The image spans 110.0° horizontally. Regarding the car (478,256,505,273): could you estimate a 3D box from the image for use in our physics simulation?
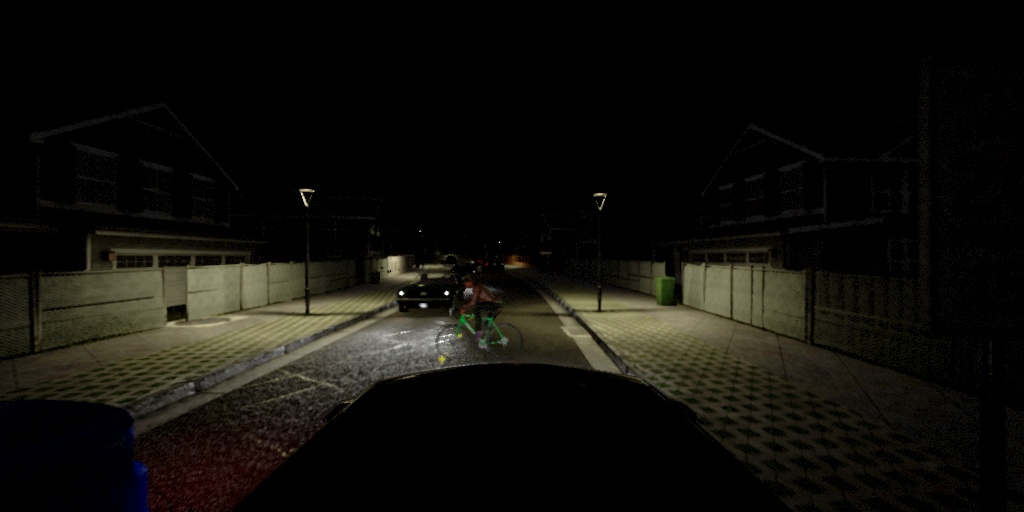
[{"bbox_3d":[-2.029,0.825,37.356,2.097,1.767,4.553,0,1,-9],"label":"car"}]

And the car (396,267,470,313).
[{"bbox_3d":[-2.869,1.263,13.658,1.895,1.301,4.718,0,0,-1],"label":"car"}]

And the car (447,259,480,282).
[{"bbox_3d":[-3.547,1.157,26.888,1.895,1.301,4.718,0,0,-5],"label":"car"}]

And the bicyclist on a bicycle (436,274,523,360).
[{"bbox_3d":[-0.631,1.158,6.748,1.656,1.620,0.582,-1,0,1],"label":"bicyclist on a bicycle"}]

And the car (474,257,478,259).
[{"bbox_3d":[-4.470,0.865,49.151,1.837,1.490,4.892,0,0,-13],"label":"car"}]
